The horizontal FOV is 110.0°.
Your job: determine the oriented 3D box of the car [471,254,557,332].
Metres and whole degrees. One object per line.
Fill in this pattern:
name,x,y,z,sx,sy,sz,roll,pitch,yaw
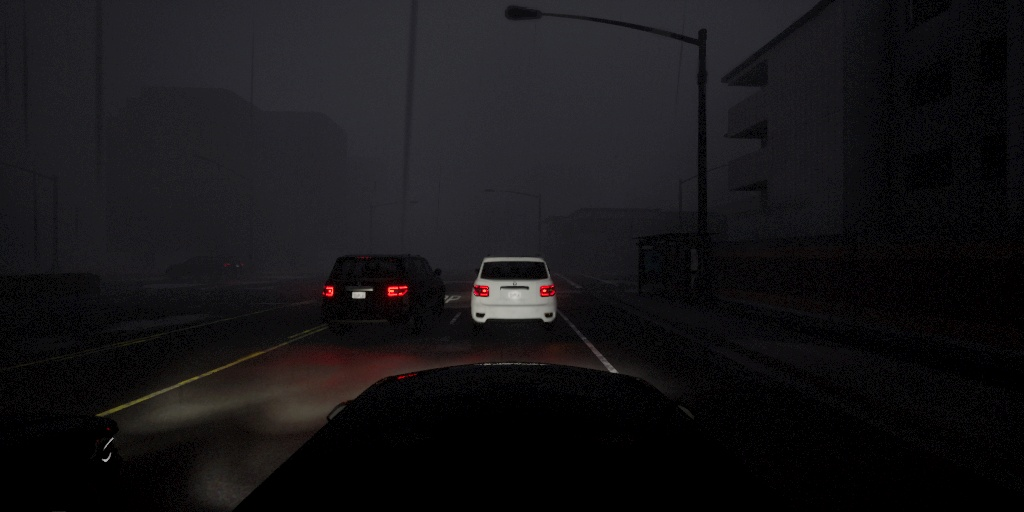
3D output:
car,0.024,0.973,10.991,2.150,2.045,5.566,0,0,-1

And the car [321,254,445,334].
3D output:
car,-3.471,0.971,10.733,2.150,2.045,5.566,0,0,-1

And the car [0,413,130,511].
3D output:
car,-3.464,1.228,0.242,1.882,1.535,5.008,0,0,0

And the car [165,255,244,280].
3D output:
car,-26.313,0.969,30.853,5.566,2.045,2.150,0,0,-1
